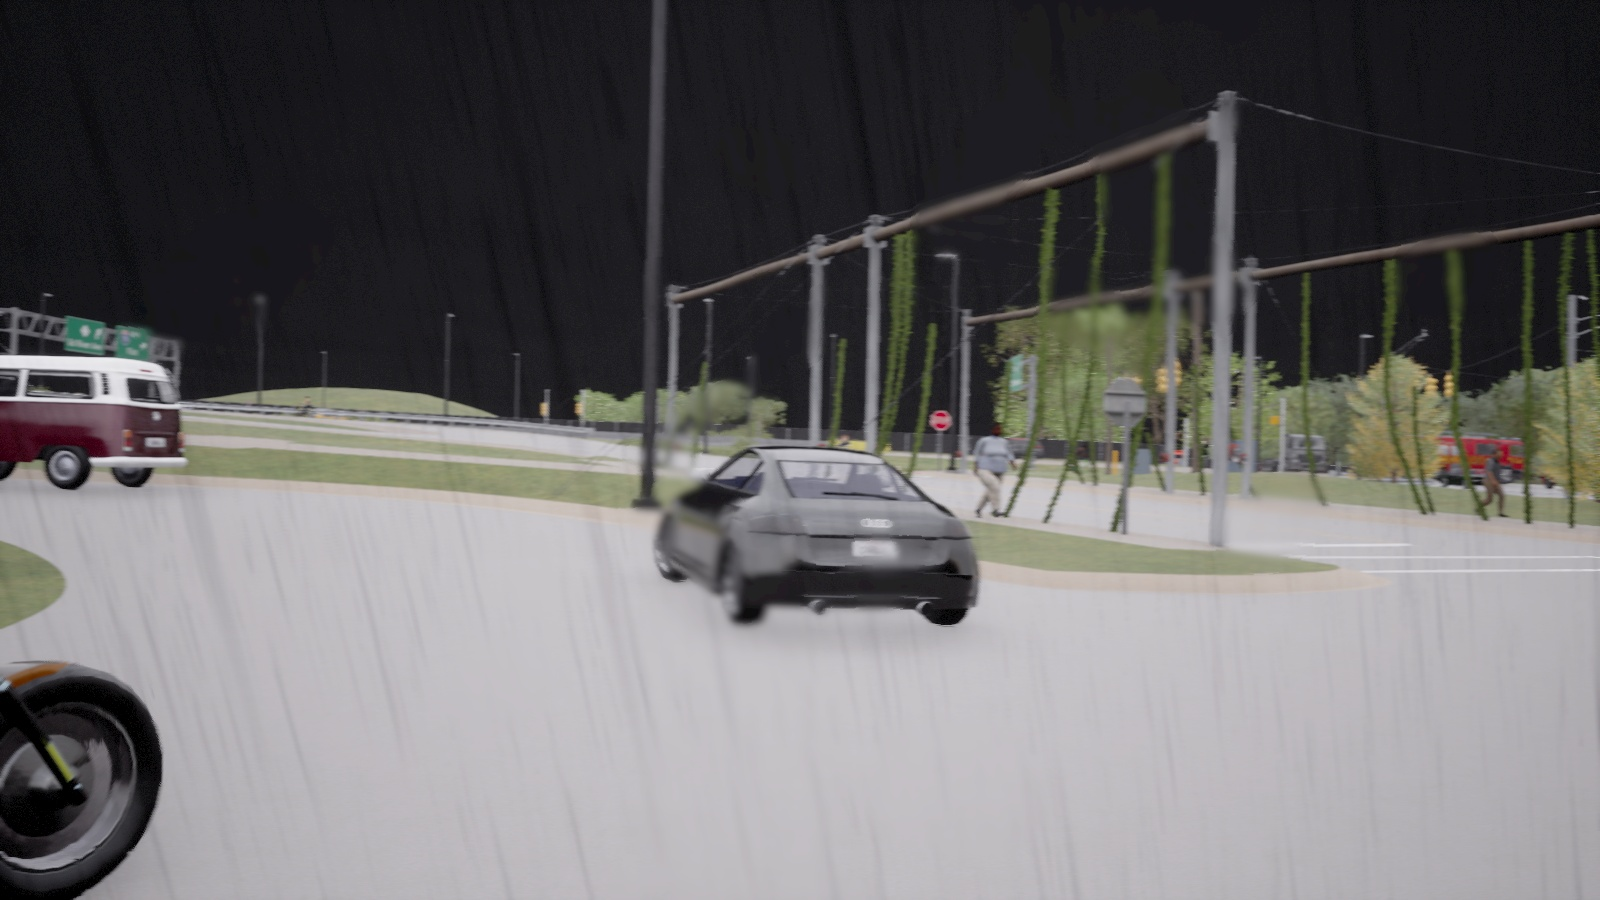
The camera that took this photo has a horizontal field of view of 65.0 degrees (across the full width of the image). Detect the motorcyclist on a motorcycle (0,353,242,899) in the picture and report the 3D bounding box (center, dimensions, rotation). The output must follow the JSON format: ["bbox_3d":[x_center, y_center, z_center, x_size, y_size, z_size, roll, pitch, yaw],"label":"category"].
[{"bbox_3d":[-2.675,0.562,3.070,0.766,1.649,2.350,1,0,32],"label":"motorcyclist on a motorcycle"}]

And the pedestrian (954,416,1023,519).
[{"bbox_3d":[3.479,0.315,23.226,0.874,1.855,0.900,1,0,-24],"label":"pedestrian"}]

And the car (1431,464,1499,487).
[{"bbox_3d":[42.070,1.602,79.555,1.895,1.301,4.718,2,0,3],"label":"car"}]

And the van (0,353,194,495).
[{"bbox_3d":[-12.260,-0.424,19.690,4.480,2.038,2.069,2,0,7],"label":"van"}]

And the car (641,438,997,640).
[{"bbox_3d":[-0.077,0.650,11.246,1.994,1.385,4.181,2,1,-16],"label":"car"}]

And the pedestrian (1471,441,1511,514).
[{"bbox_3d":[17.715,0.697,32.215,0.540,1.848,0.694,1,0,-26],"label":"pedestrian"}]
